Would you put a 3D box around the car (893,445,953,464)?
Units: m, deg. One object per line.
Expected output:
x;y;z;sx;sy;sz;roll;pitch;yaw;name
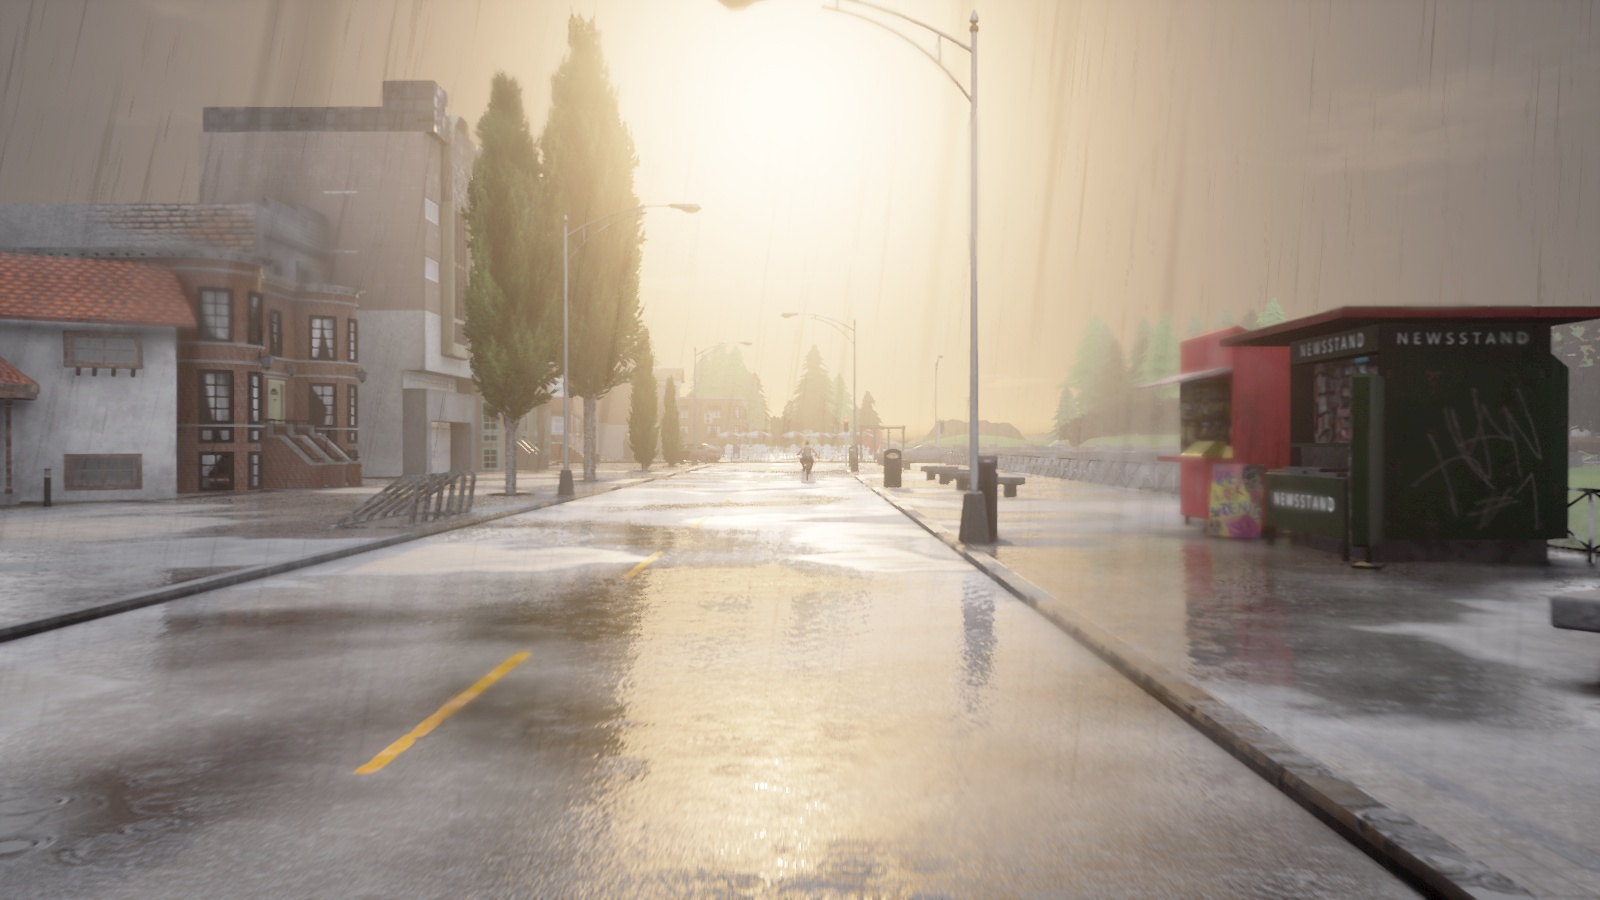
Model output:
8.906;0.303;91.327;4.181;1.385;1.994;0;0;0;car

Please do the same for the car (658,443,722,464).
-7.951;0.241;90.891;4.193;1.474;1.816;0;0;21;car
